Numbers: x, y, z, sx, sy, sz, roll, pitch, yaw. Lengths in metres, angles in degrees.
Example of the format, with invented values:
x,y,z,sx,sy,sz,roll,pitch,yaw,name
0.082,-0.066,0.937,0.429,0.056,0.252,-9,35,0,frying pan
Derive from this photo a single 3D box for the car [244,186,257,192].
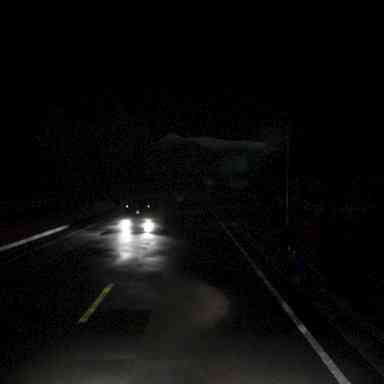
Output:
x,y,z,sx,sy,sz,roll,pitch,yaw,name
13.863,-0.717,81.010,2.007,1.523,4.514,0,1,0,car

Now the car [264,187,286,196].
x,y,z,sx,sy,sz,roll,pitch,yaw,name
13.720,-0.017,54.986,1.845,1.501,3.633,0,1,0,car

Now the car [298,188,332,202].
x,y,z,sx,sy,sz,roll,pitch,yaw,name
14.147,0.604,37.518,4.181,1.385,1.994,0,1,0,car

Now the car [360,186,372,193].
x,y,z,sx,sy,sz,roll,pitch,yaw,name
38.793,-0.525,73.203,2.007,1.523,4.514,0,1,0,car

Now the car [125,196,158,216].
x,y,z,sx,sy,sz,roll,pitch,yaw,name
-3.612,0.979,24.280,1.895,1.301,4.718,0,1,0,car

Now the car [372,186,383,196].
x,y,z,sx,sy,sz,roll,pitch,yaw,name
32.303,-0.262,54.734,1.932,1.855,4.605,0,1,0,car

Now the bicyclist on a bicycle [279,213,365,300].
x,y,z,sx,sy,sz,roll,pitch,yaw,name
2.406,1.198,6.335,1.656,1.620,0.582,-9,1,0,bicyclist on a bicycle

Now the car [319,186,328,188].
x,y,z,sx,sy,sz,roll,pitch,yaw,name
28.801,-0.519,73.304,1.845,1.501,3.633,0,1,0,car

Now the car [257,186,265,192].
x,y,z,sx,sy,sz,roll,pitch,yaw,name
17.000,-0.722,81.044,2.152,1.636,5.027,0,1,0,car

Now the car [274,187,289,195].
x,y,z,sx,sy,sz,roll,pitch,yaw,name
16.744,-0.192,62.387,1.970,1.475,3.806,0,1,0,car
